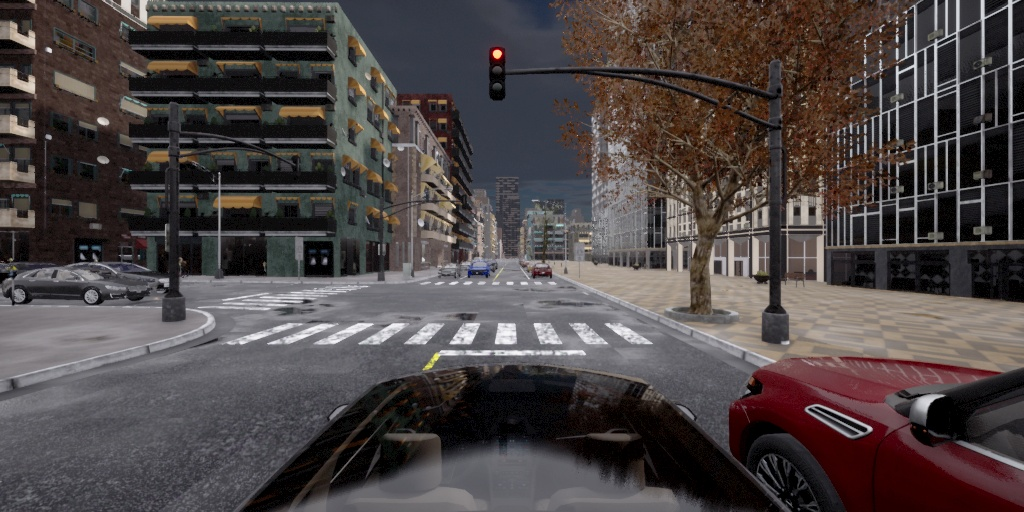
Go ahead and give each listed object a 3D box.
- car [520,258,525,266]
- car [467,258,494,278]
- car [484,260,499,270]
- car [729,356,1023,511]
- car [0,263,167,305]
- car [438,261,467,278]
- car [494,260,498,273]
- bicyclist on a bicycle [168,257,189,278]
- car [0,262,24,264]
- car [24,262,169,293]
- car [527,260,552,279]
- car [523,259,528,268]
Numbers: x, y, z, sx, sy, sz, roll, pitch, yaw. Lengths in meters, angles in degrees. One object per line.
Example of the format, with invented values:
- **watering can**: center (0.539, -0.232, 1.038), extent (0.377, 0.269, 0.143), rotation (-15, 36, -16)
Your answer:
- **car**: center (2.694, 1.375, 60.734), extent (1.802, 1.307, 4.207), rotation (0, 0, 0)
- **car**: center (-3.091, 1.241, 34.359), extent (1.882, 1.535, 5.008), rotation (0, 0, 0)
- **car**: center (-3.080, 1.333, 54.720), extent (2.033, 1.411, 5.357), rotation (0, 0, 0)
- **car**: center (2.692, 1.065, 0.684), extent (2.192, 1.841, 5.009), rotation (0, 0, 0)
- **car**: center (-16.434, 1.091, 13.656), extent (4.403, 1.370, 2.007), rotation (0, 0, -1)
- **car**: center (-5.688, 1.312, 33.072), extent (2.007, 1.370, 4.403), rotation (0, 0, 0)
- **car**: center (-3.087, 1.337, 44.357), extent (1.994, 1.385, 4.181), rotation (0, 0, 0)
- **bicyclist on a bicycle**: center (-23.168, 0.761, 24.917), extent (0.582, 1.620, 1.656), rotation (1, 0, -1)
- **car**: center (-26.526, 1.008, 19.355), extent (4.718, 1.301, 1.895), rotation (1, 0, -1)
- **car**: center (-18.042, 1.013, 16.230), extent (4.902, 1.511, 2.128), rotation (1, 0, -1)
- **car**: center (2.692, 1.307, 33.071), extent (1.888, 1.381, 4.507), rotation (0, 0, 0)
- **car**: center (2.693, 1.298, 44.307), extent (1.751, 1.417, 4.829), rotation (0, 0, 0)
